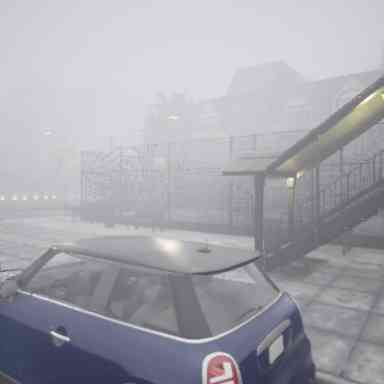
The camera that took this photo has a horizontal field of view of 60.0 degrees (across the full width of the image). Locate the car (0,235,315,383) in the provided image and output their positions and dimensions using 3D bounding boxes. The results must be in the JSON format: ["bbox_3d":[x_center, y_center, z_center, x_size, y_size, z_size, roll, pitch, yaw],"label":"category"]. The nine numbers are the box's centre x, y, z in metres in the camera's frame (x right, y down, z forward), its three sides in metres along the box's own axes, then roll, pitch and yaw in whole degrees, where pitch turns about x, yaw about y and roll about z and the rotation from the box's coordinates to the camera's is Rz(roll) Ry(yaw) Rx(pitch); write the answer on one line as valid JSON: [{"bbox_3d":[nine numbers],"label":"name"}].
[{"bbox_3d":[-1.026,1.318,4.036,4.553,1.767,2.185,1,0,35],"label":"car"}]
